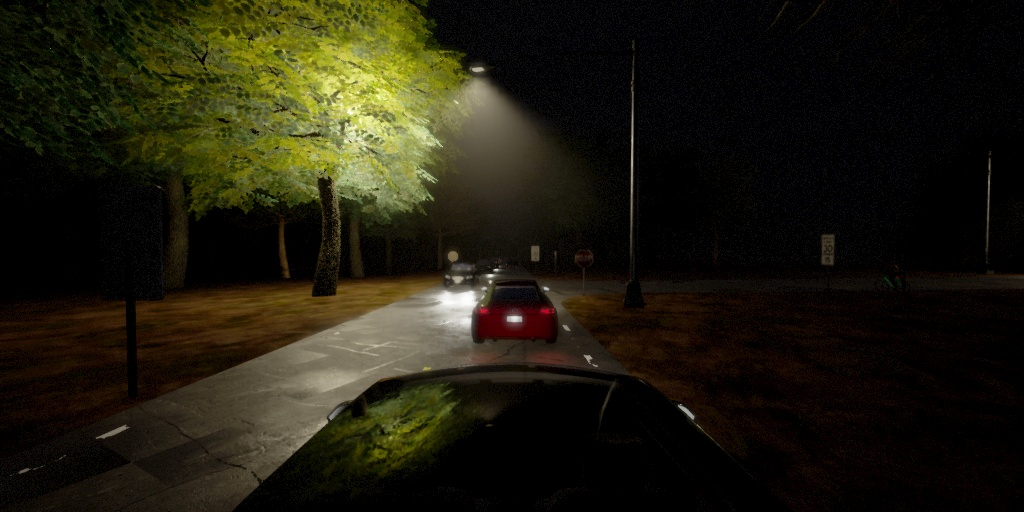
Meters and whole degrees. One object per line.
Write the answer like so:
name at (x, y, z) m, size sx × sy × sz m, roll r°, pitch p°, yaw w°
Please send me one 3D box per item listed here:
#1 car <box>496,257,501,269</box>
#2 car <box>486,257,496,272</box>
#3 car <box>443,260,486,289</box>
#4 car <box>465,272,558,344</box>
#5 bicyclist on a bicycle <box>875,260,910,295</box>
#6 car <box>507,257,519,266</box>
car at (-3.076, 0.964, 53.180) m, size 2.097 × 1.767 × 4.553 m, roll 0°, pitch 0°, yaw 0°
car at (-3.094, 1.149, 40.011) m, size 1.882 × 1.535 × 5.008 m, roll 0°, pitch 0°, yaw 0°
car at (-3.094, 1.198, 22.893) m, size 2.128 × 1.511 × 4.902 m, roll 1°, pitch 0°, yaw 0°
car at (0.088, 1.308, 9.631) m, size 1.994 × 1.385 × 4.181 m, roll 0°, pitch 0°, yaw 1°
bicyclist on a bicycle at (18.546, 1.038, 17.518) m, size 0.582 × 1.620 × 1.656 m, roll -1°, pitch 0°, yaw 0°
car at (0.102, 0.894, 64.754) m, size 2.097 × 1.767 × 4.553 m, roll 0°, pitch 0°, yaw 0°
